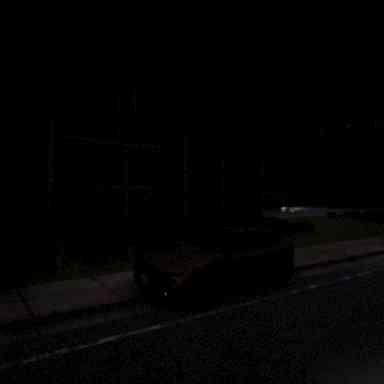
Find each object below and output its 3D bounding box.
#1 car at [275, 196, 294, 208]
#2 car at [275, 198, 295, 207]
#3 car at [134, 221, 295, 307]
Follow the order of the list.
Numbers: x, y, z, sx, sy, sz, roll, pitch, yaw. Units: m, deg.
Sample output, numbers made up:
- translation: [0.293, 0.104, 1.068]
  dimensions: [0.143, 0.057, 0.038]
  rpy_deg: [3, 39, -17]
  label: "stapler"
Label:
- translation: [15.479, 1.646, 57.924]
  dimensions: [2.150, 2.045, 5.566]
  rpy_deg: [1, -1, -13]
  label: "car"
- translation: [17.800, 2.019, 64.105]
  dimensions: [1.837, 1.490, 4.892]
  rpy_deg: [0, 0, -10]
  label: "car"
- translation: [0.705, 1.503, 8.026]
  dimensions: [4.193, 1.474, 1.816]
  rpy_deg: [1, 5, -38]
  label: "car"
